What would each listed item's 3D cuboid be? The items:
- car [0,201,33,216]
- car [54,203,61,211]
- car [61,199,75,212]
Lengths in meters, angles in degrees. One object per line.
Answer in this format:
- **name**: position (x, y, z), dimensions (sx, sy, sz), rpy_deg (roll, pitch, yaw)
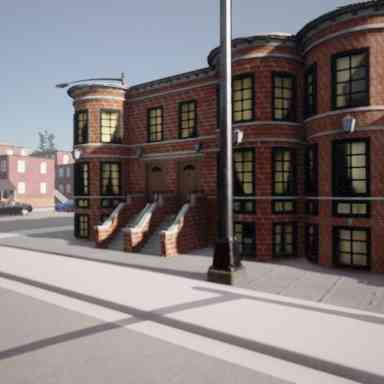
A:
- **car**: position (-18.540, 1.702, 33.316), dimensions (2.128, 1.511, 4.902), rpy_deg (0, 0, 36)
- **car**: position (-15.523, 1.709, 43.584), dimensions (1.882, 1.535, 5.008), rpy_deg (0, 0, 35)
- **car**: position (-13.115, 1.809, 40.927), dimensions (1.895, 1.301, 4.718), rpy_deg (-1, 0, 36)
